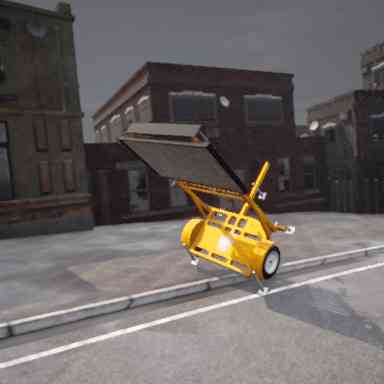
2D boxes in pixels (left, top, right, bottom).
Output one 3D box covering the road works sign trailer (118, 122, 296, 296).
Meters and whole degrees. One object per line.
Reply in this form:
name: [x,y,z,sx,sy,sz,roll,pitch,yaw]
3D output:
road works sign trailer: [0.450,-0.177,6.796,2.380,2.880,3.560,13,-23,45]
